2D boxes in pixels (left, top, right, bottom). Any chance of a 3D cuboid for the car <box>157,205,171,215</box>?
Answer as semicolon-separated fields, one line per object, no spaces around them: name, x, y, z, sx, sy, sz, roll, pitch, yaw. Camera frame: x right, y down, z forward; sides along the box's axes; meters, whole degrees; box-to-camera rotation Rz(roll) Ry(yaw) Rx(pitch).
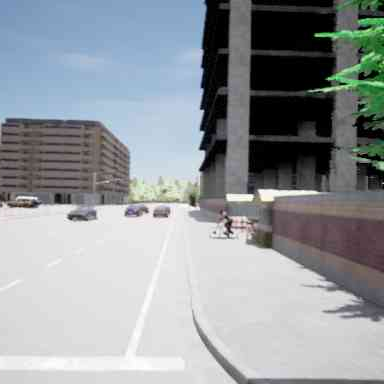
car;-4.458;2.799;53.034;1.994;1.385;4.181;1;-2;-2

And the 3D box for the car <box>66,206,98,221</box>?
car;-10.801;2.118;33.190;2.033;1.411;5.357;1;-1;-2

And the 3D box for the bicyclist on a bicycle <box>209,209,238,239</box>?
bicyclist on a bicycle;1.751;1.780;18.319;1.656;1.620;0.582;1;-1;-2

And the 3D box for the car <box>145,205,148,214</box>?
car;-7.956;2.674;52.838;1.812;1.442;4.674;1;-1;-2

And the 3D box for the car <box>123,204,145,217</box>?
car;-7.517;2.419;42.629;1.812;1.442;4.674;1;-1;-2

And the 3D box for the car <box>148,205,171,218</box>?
car;-4.022;2.526;42.751;2.033;1.411;5.357;1;-1;-1
